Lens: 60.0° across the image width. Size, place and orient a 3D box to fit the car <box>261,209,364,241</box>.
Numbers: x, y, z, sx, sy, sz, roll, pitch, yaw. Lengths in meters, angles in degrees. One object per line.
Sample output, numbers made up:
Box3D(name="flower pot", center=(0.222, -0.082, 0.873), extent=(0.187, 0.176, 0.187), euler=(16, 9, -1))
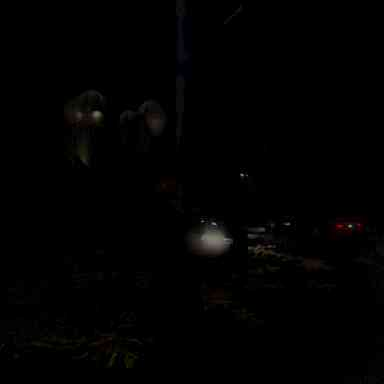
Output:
Box3D(name="car", center=(5.793, 1.543, 16.779), extent=(2.033, 1.411, 5.357), euler=(0, 0, -27))

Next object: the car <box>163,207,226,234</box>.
Box3D(name="car", center=(0.055, 1.560, 19.309), extent=(1.994, 1.385, 4.181), euler=(0, 0, -35))
